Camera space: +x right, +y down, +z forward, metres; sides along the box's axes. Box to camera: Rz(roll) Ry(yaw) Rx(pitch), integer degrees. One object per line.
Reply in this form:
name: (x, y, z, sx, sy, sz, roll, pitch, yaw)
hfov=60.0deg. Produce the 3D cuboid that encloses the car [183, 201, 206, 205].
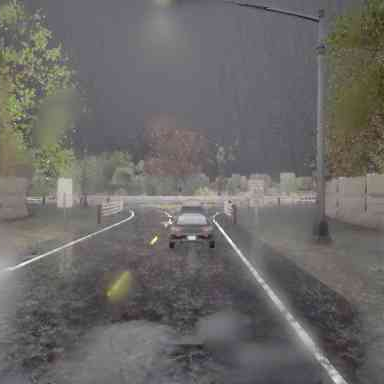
car: (0.143, 1.492, 29.518, 1.882, 1.535, 5.008, 0, 0, 4)

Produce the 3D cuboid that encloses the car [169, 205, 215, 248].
car: (0.000, 1.535, 14.659, 1.812, 1.442, 4.674, 0, 0, 0)
